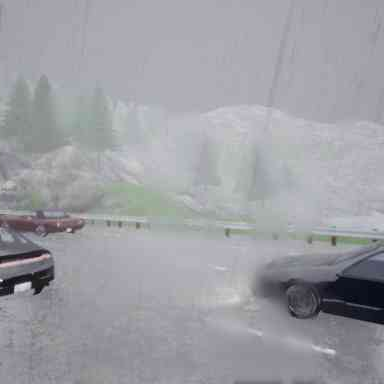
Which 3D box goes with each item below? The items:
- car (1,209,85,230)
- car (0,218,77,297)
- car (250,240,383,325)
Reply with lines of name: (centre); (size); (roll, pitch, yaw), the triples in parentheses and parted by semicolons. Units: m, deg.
car: (-7.836, 1.534, 17.159); (4.718, 1.301, 1.895); (0, 0, 31)
car: (-5.028, 1.462, 7.192); (4.902, 1.511, 2.128); (0, 0, 33)
car: (3.746, 1.532, 5.560); (5.357, 1.411, 2.033); (0, 0, 35)
